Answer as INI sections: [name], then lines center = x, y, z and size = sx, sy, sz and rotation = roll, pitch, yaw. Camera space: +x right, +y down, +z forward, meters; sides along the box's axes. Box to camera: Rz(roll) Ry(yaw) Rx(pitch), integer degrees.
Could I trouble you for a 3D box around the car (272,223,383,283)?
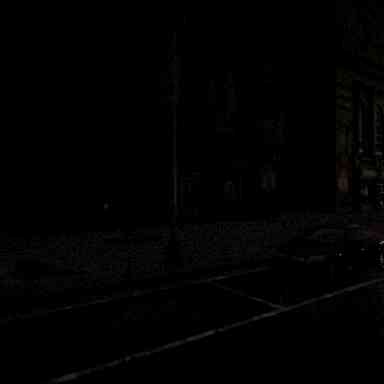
[car]
center = 4.153, 1.586, 9.609
size = 4.206, 1.307, 1.802
rotation = 0, 0, -36
